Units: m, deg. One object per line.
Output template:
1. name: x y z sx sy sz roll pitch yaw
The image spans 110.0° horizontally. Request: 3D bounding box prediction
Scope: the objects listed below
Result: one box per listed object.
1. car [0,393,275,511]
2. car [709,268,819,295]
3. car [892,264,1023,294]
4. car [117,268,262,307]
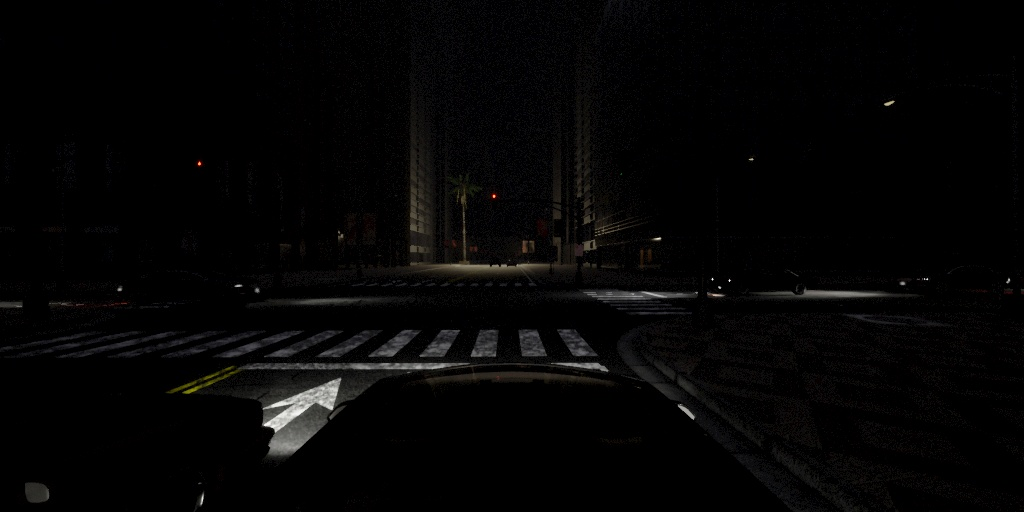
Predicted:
1. car: -3.176 1.297 0.710 2.033 1.411 5.357 0 0 4
2. car: 12.996 1.316 18.734 4.718 1.301 1.895 0 0 -2
3. car: 23.002 1.173 18.900 4.902 1.511 2.128 0 0 -1
4. car: -13.710 1.278 15.481 4.902 1.511 2.128 -1 0 -9
